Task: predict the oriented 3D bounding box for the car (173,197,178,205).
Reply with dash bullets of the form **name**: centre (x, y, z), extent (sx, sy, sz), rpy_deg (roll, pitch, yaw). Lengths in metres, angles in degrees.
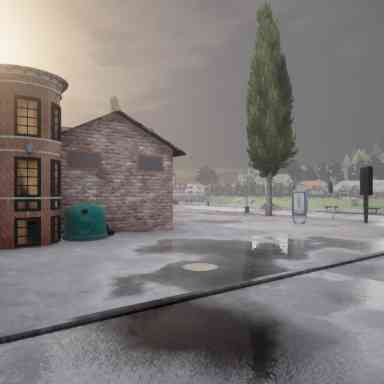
- **car**: centre (-4.309, 1.526, 59.926), extent (1.812, 1.442, 4.674), rpy_deg (0, 0, -35)
